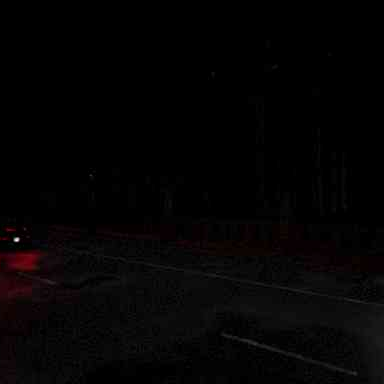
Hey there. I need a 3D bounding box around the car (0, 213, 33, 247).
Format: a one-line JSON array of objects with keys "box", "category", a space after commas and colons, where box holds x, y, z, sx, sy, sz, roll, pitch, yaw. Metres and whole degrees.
[{"box": [-9.281, 1.765, 15.483, 4.892, 1.490, 1.837, 0, -2, 38], "category": "car"}]
